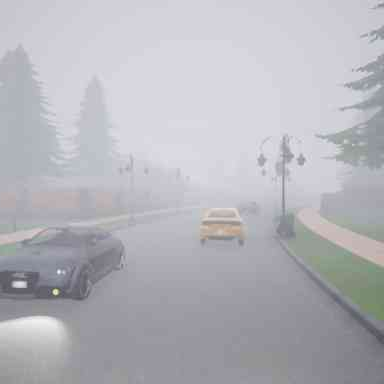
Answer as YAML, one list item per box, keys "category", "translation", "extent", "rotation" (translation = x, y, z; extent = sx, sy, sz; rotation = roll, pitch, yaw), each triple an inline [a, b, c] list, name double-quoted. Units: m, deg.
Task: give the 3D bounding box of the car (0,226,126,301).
- category: "car"
  translation: [-3.086, 1.556, 8.255]
  extent: [1.994, 1.385, 4.181]
  rotation: [0, 0, 5]

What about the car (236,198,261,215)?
- category: "car"
  translation: [6.002, 1.634, 34.455]
  extent: [1.895, 1.301, 4.718]
  rotation: [0, 0, 19]

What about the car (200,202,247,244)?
- category: "car"
  translation: [1.542, 1.489, 16.072]
  extent: [1.882, 1.535, 5.008]
  rotation: [0, 0, 8]

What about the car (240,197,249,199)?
- category: "car"
  translation: [7.590, 1.546, 47.719]
  extent: [1.837, 1.490, 4.892]
  rotation: [0, 0, 27]
